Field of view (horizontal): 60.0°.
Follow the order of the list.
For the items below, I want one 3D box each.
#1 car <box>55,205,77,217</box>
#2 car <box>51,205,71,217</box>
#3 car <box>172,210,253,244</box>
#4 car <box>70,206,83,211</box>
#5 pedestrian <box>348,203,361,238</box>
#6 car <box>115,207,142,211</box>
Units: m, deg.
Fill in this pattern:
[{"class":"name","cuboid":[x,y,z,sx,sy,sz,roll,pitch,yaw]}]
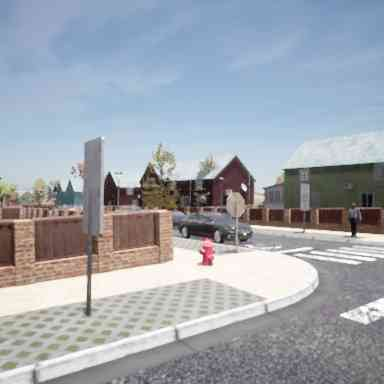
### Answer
[{"class":"car","cuboid":[-19.508,2.823,51.372,2.097,1.767,4.553,1,-3,-36]},{"class":"car","cuboid":[-16.483,2.661,42.233,1.837,1.490,4.892,1,-2,-35]},{"class":"car","cuboid":[1.119,1.822,17.762,1.837,1.490,4.892,1,-2,-35]},{"class":"car","cuboid":[-10.403,2.343,33.753,1.882,1.535,5.008,1,-2,-35]},{"class":"pedestrian","cuboid":[8.529,1.455,17.564,0.375,1.860,0.375,-1,0,-36]},{"class":"car","cuboid":[-4.600,1.941,25.719,2.097,1.767,4.553,1,-2,-36]}]
